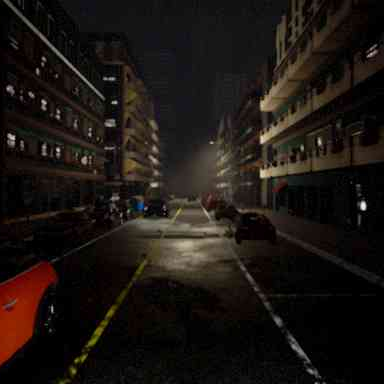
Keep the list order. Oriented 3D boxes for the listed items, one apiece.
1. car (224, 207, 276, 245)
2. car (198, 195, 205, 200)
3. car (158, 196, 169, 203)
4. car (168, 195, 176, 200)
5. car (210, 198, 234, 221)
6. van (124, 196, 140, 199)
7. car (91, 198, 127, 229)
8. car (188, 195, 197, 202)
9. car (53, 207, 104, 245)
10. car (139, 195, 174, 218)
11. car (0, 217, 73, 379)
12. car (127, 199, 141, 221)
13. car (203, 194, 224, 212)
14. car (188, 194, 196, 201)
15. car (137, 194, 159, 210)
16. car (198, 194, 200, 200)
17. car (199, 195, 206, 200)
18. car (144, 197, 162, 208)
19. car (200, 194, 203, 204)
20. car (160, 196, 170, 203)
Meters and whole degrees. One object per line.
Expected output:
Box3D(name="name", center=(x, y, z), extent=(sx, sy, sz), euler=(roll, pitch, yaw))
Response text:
Box3D(name="car", center=(2.686, 1.568, 15.277), extent=(1.802, 1.307, 4.206), euler=(-1, 0, 0))
Box3D(name="car", center=(2.713, 1.485, 93.705), extent=(1.947, 1.339, 4.313), euler=(-1, 0, 0))
Box3D(name="car", center=(-5.677, 1.524, 65.727), extent=(1.802, 1.307, 4.206), euler=(-1, 0, 0))
Box3D(name="car", center=(-5.667, 1.470, 93.737), extent=(2.008, 1.369, 4.403), euler=(-1, 0, 0))
Box3D(name="car", center=(2.689, 1.501, 26.651), extent=(1.752, 1.417, 4.829), euler=(-1, 0, 0))
Box3D(name="van", center=(-5.658, 1.312, 32.114), extent=(1.690, 1.788, 3.998), euler=(-1, 0, 0))
Box3D(name="car", center=(-5.661, 1.421, 20.910), extent=(1.967, 1.590, 4.097), euler=(-1, 0, 0))
Box3D(name="car", center=(0.025, 1.402, 71.497), extent=(1.882, 1.535, 5.008), euler=(0, 0, 0))
Box3D(name="car", center=(-5.661, 1.568, 15.309), extent=(1.802, 1.307, 4.206), euler=(-1, 0, 0))
Box3D(name="car", center=(-3.011, 1.324, 29.276), extent=(2.097, 1.767, 4.553), euler=(0, 0, 0))
Box3D(name="car", center=(-3.090, 1.349, 3.294), extent=(2.097, 1.767, 4.553), euler=(0, 0, 0))
Box3D(name="car", center=(-5.658, 1.526, 26.512), extent=(2.008, 1.369, 4.403), euler=(-1, 0, 0))
Box3D(name="car", center=(2.690, 1.280, 37.685), extent=(2.192, 1.841, 5.009), euler=(-1, 0, 0))
Box3D(name="car", center=(0.029, 1.354, 81.922), extent=(1.812, 1.442, 4.674), euler=(0, 0, 0))
Box3D(name="car", center=(-5.678, 1.276, 43.318), extent=(2.192, 1.841, 5.009), euler=(-1, 0, 0))
Box3D(name="car", center=(2.698, 1.261, 60.093), extent=(2.192, 1.841, 5.009), euler=(-1, 0, 0))
Box3D(name="car", center=(2.711, 1.449, 88.273), extent=(1.752, 1.417, 4.829), euler=(-1, 0, 0))
Box3D(name="car", center=(-5.690, 1.507, 48.921), extent=(2.008, 1.369, 4.403), euler=(-1, 0, 0))
Box3D(name="car", center=(2.694, 1.271, 48.889), extent=(2.192, 1.841, 5.009), euler=(-1, 0, 0))
Box3D(name="car", center=(-5.675, 1.519, 71.329), extent=(1.802, 1.307, 4.206), euler=(-1, 0, 0))
